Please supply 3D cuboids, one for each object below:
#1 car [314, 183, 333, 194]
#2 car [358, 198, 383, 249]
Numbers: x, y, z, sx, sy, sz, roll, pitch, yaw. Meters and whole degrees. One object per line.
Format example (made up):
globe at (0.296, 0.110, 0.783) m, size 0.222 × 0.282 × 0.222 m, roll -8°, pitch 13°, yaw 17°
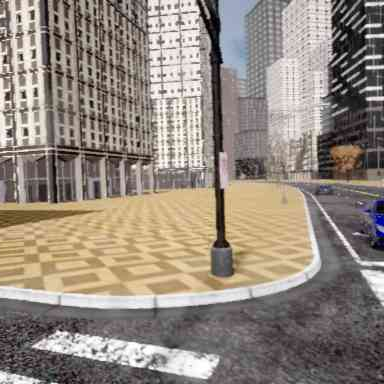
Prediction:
car at (16.871, -0.514, 42.776) m, size 1.994 × 1.385 × 4.181 m, roll -1°, pitch 2°, yaw 16°
car at (6.923, 0.955, 11.428) m, size 1.812 × 1.442 × 4.674 m, roll -1°, pitch 2°, yaw 19°
